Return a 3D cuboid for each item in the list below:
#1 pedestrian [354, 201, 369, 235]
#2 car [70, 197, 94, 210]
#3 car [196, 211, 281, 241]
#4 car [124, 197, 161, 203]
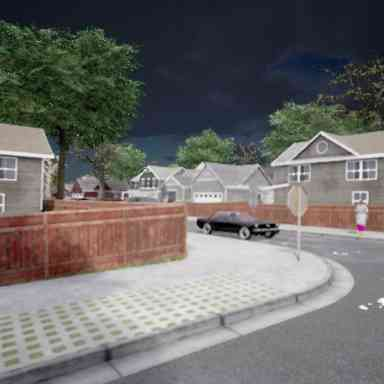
[{"bbox_3d":[9.121,1.370,17.951,0.375,1.860,0.375,1,-1,-35],"label":"pedestrian"},{"bbox_3d":[-12.153,1.583,37.394,2.150,2.045,5.566,2,-2,-37],"label":"car"},{"bbox_3d":[2.315,1.690,17.431,1.895,1.301,4.718,2,-2,-35],"label":"car"},{"bbox_3d":[-3.594,1.436,25.825,2.150,2.045,5.566,2,-2,-36],"label":"car"}]
